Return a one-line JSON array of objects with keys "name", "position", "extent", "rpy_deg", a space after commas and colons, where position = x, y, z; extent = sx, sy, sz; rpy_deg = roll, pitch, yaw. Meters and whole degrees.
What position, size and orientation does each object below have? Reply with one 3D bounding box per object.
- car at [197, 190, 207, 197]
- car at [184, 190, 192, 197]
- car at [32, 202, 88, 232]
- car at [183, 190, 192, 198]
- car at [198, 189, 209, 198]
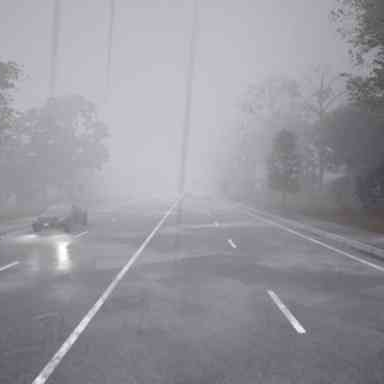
[{"name": "car", "position": [2.477, 0.293, 83.273], "extent": [2.128, 1.511, 4.902], "rpy_deg": [0, 1, -1]}, {"name": "car", "position": [-1.023, 0.342, 83.229], "extent": [1.812, 1.442, 4.674], "rpy_deg": [0, 1, -1]}, {"name": "car", "position": [-7.313, 1.337, 18.985], "extent": [1.812, 1.442, 4.674], "rpy_deg": [0, 1, 0]}, {"name": "car", "position": [-0.896, 0.595, 73.198], "extent": [2.128, 1.511, 4.902], "rpy_deg": [0, 1, -1]}, {"name": "car", "position": [2.605, 0.275, 72.884], "extent": [2.150, 2.045, 5.566], "rpy_deg": [0, 1, -1]}]
